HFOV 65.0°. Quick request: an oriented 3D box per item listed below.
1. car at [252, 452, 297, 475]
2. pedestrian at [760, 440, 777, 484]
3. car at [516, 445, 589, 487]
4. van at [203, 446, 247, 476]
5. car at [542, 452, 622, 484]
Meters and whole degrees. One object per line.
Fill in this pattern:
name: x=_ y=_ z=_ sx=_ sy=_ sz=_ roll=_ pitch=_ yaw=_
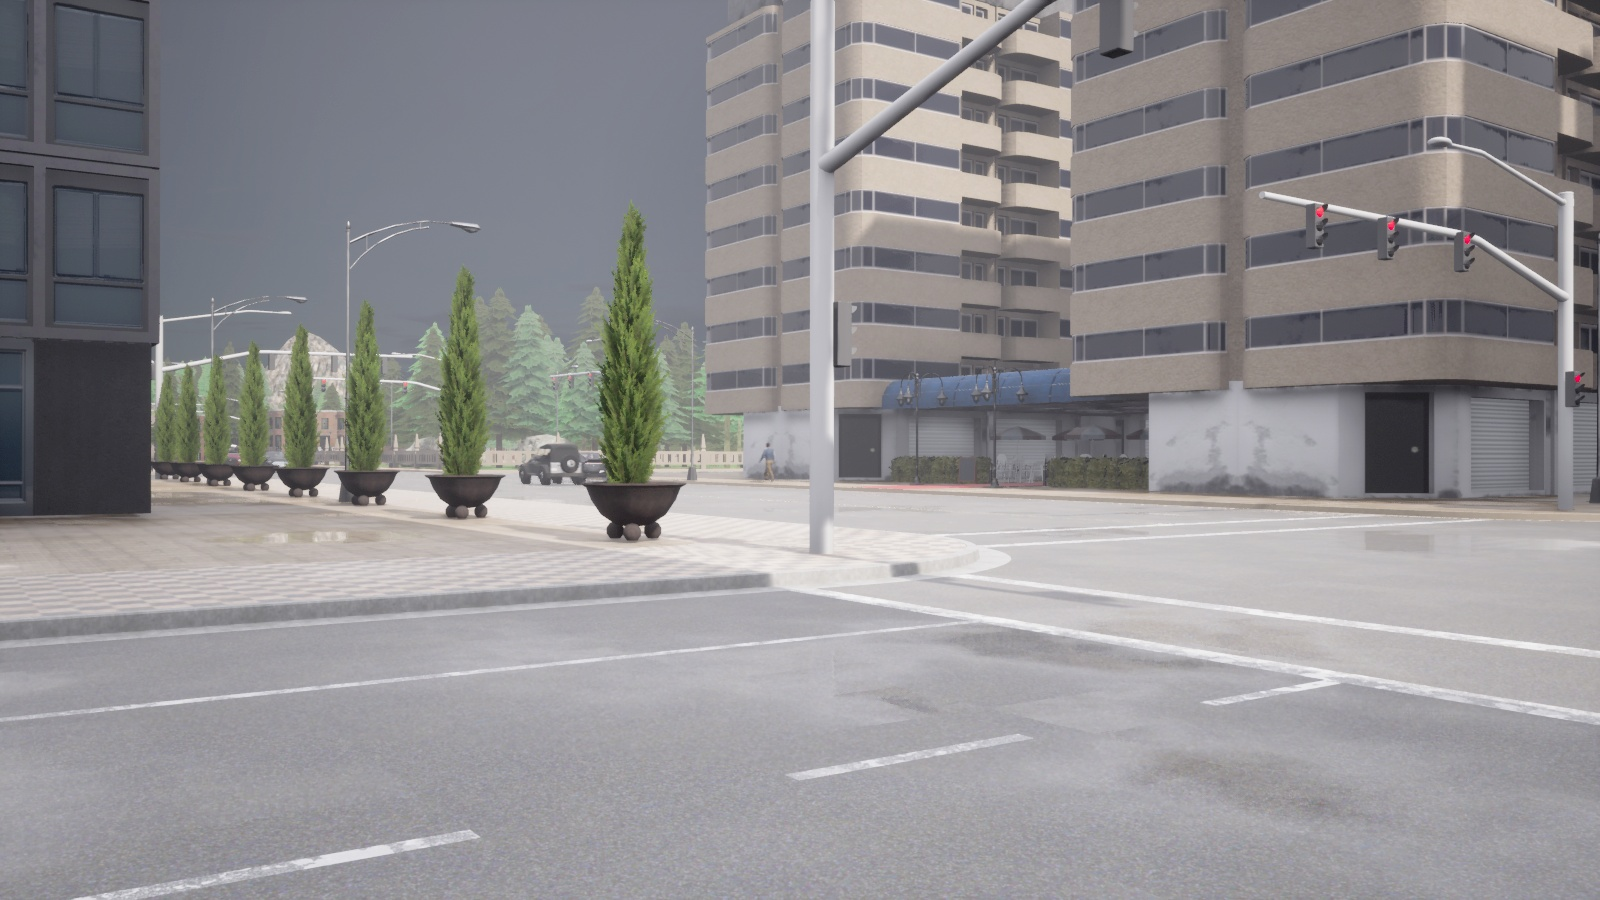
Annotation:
car: x=-37.891 y=0.978 z=90.509 sx=2.033 sy=1.649 sz=4.856 roll=0 pitch=-1 yaw=-34
pedestrian: x=-1.415 y=0.543 z=56.845 sx=0.423 sy=1.949 sz=0.788 roll=0 pitch=0 yaw=-33
car: x=-11.445 y=0.707 z=57.906 sx=1.905 sy=1.878 sz=3.866 roll=0 pitch=0 yaw=-34
van: x=-40.141 y=0.771 z=87.595 sx=2.069 sy=2.038 sz=4.480 roll=0 pitch=-1 yaw=-34
car: x=-11.100 y=0.880 z=63.618 sx=2.128 sy=1.511 sz=4.902 roll=0 pitch=0 yaw=-34
